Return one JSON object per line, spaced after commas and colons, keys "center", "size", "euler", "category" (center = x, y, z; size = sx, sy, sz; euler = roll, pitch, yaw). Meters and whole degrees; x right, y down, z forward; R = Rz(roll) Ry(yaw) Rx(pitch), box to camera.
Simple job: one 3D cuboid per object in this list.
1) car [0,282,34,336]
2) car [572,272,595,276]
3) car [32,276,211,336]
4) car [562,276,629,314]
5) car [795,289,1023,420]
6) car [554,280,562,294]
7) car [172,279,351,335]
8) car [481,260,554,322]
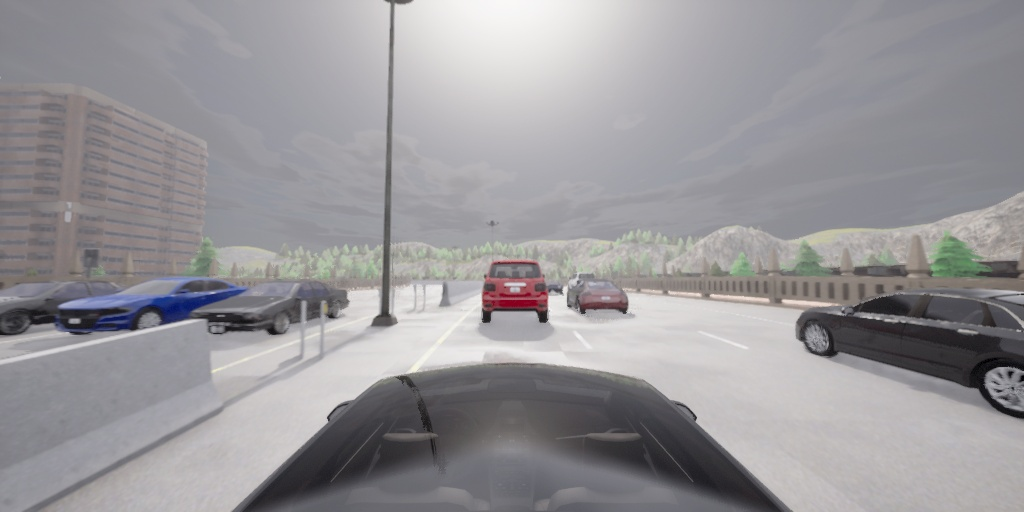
{"center": [-14.007, 1.460, 11.140], "size": [2.033, 1.411, 5.357], "euler": [0, -2, 0], "category": "car"}
{"center": [7.082, 2.710, 36.333], "size": [2.150, 2.045, 5.566], "euler": [0, -4, 0], "category": "car"}
{"center": [-10.507, 1.394, 11.121], "size": [1.882, 1.535, 5.008], "euler": [0, -2, 0], "category": "car"}
{"center": [3.593, 1.683, 15.707], "size": [1.994, 1.385, 4.181], "euler": [0, -3, 0], "category": "car"}
{"center": [7.098, 1.278, 5.832], "size": [1.837, 1.490, 4.892], "euler": [0, -1, 0], "category": "car"}
{"center": [3.584, 2.922, 33.834], "size": [1.895, 1.301, 4.718], "euler": [0, -4, 0], "category": "car"}
{"center": [-7.006, 1.462, 11.216], "size": [2.033, 1.411, 5.357], "euler": [0, -2, 0], "category": "car"}
{"center": [0.094, 1.224, 13.434], "size": [2.150, 2.045, 5.566], "euler": [0, -3, 0], "category": "car"}
